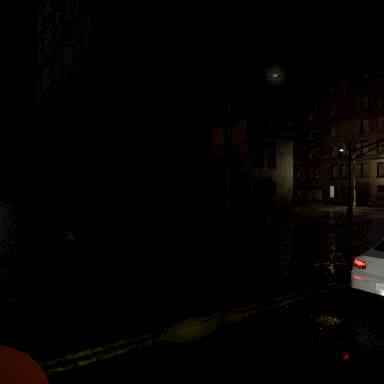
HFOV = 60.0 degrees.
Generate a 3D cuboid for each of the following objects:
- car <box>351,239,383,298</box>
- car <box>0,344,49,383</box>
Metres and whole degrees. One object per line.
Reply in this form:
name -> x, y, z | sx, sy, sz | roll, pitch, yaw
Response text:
car -> 5.271, 1.528, 7.195 | 4.674, 1.442, 1.812 | 0, 0, -35
car -> -3.161, 1.477, 1.190 | 5.008, 1.535, 1.882 | 0, 0, -35
